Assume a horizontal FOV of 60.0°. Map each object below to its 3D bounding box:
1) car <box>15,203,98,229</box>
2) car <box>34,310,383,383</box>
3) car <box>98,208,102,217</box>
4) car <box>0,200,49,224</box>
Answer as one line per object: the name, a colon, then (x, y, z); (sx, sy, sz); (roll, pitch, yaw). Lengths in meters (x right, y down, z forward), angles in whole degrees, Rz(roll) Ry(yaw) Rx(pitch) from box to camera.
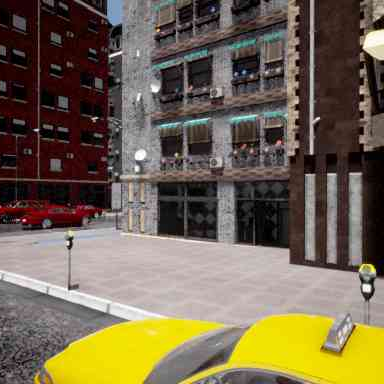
car: (-9.635, 1.771, 24.061); (1.882, 1.535, 5.008); (0, -1, 37)
car: (0.754, 1.525, 2.338); (4.829, 1.417, 1.752); (0, 0, 36)
car: (-10.840, 1.923, 32.274); (1.887, 1.381, 4.507); (-1, -2, 35)
car: (-14.136, 1.591, 27.635); (2.192, 1.841, 5.009); (-1, -2, 35)
